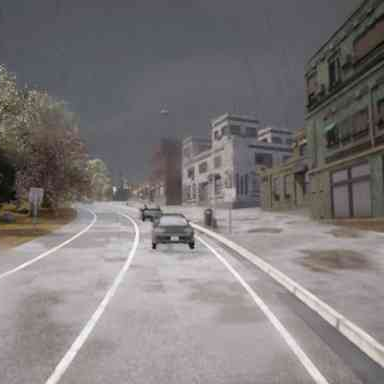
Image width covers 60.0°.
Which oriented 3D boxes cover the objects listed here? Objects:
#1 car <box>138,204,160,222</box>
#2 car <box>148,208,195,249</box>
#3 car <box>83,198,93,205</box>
[{"bbox_3d":[-3.824,1.857,30.397,2.128,1.511,4.902,1,-1,-15],"label":"car"},{"bbox_3d":[-0.979,1.703,15.494,1.812,1.442,4.674,1,-1,-7],"label":"car"},{"bbox_3d":[-21.603,1.926,68.931,2.128,1.511,4.902,2,-1,-19],"label":"car"}]
